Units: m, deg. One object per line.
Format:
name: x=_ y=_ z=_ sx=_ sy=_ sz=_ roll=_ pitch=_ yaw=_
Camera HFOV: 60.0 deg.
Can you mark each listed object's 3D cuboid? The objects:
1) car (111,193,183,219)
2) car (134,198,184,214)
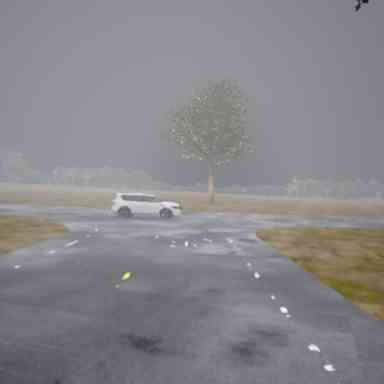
car: x=-3.737 y=1.141 z=27.168 sx=5.566 sy=2.045 sz=2.150 roll=2 pitch=1 yaw=1
car: x=-3.362 y=1.408 z=34.160 sx=4.892 sy=1.490 sz=1.837 roll=2 pitch=0 yaw=1
